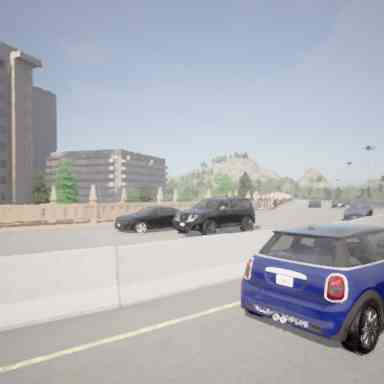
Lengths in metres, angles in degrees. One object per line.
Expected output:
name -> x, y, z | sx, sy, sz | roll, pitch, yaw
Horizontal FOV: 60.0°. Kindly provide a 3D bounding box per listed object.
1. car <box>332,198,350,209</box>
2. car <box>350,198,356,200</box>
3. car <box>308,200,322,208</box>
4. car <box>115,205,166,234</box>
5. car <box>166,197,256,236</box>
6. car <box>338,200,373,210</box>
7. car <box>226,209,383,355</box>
car -> 23.344, 1.841, 52.952 | 2.128, 1.511, 4.902 | 0, -1, 21
car -> 31.642, 1.943, 65.936 | 1.812, 1.442, 4.674 | -1, -1, 19
car -> 20.117, 1.943, 54.321 | 1.994, 1.385, 4.181 | -1, -1, 21
car -> -2.325, 1.603, 20.480 | 5.008, 1.535, 1.882 | 0, 0, -44
car -> 1.468, 1.335, 19.209 | 5.566, 2.045, 2.150 | 0, 0, -44
car -> 14.755, 1.714, 29.227 | 2.033, 1.411, 5.357 | 0, -1, 35
car -> 3.074, 1.384, 6.438 | 4.553, 1.767, 2.097 | 0, 0, -39
